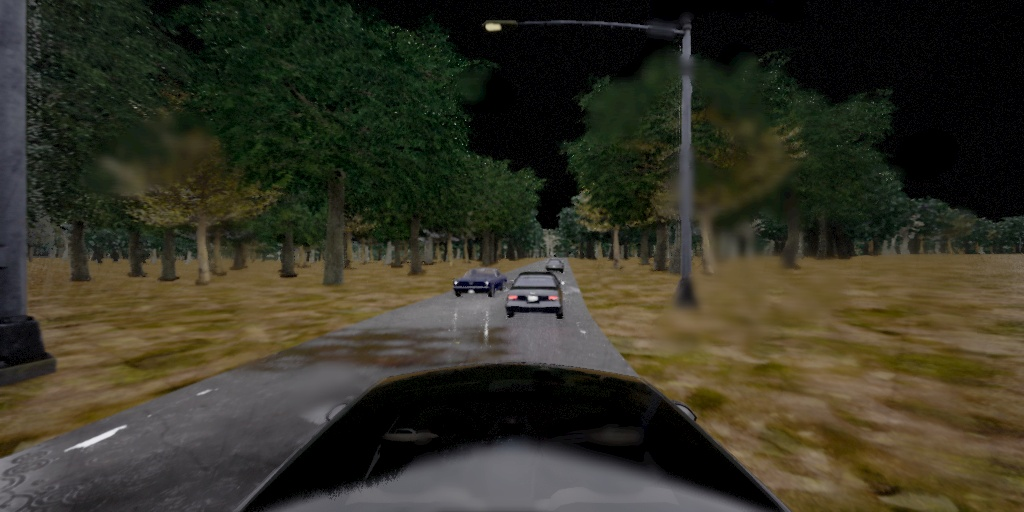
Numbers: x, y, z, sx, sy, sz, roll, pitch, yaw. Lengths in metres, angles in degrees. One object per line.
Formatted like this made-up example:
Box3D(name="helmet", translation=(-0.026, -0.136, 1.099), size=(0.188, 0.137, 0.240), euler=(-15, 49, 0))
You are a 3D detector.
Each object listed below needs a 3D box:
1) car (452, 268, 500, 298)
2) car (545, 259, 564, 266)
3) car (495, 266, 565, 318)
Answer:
Box3D(name="car", translation=(-1.540, 1.291, 18.378), size=(1.895, 1.301, 4.718), euler=(0, 0, 8))
Box3D(name="car", translation=(4.774, 1.038, 40.158), size=(1.994, 1.385, 4.181), euler=(0, 1, 8))
Box3D(name="car", translation=(0.905, 1.266, 12.931), size=(2.033, 1.411, 5.357), euler=(0, 0, 7))
